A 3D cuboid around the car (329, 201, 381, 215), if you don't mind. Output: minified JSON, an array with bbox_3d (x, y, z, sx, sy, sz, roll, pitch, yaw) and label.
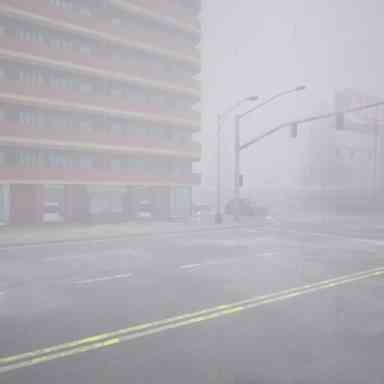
[{"bbox_3d":[16.710,1.600,34.505,1.895,1.301,4.718,0,0,-34],"label":"car"}]

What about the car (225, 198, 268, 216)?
[{"bbox_3d":[5.240,1.352,32.389,2.097,1.767,4.553,0,0,-34],"label":"car"}]

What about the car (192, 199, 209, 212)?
[{"bbox_3d":[0.261,1.525,39.812,1.812,1.442,4.674,0,0,-34],"label":"car"}]
